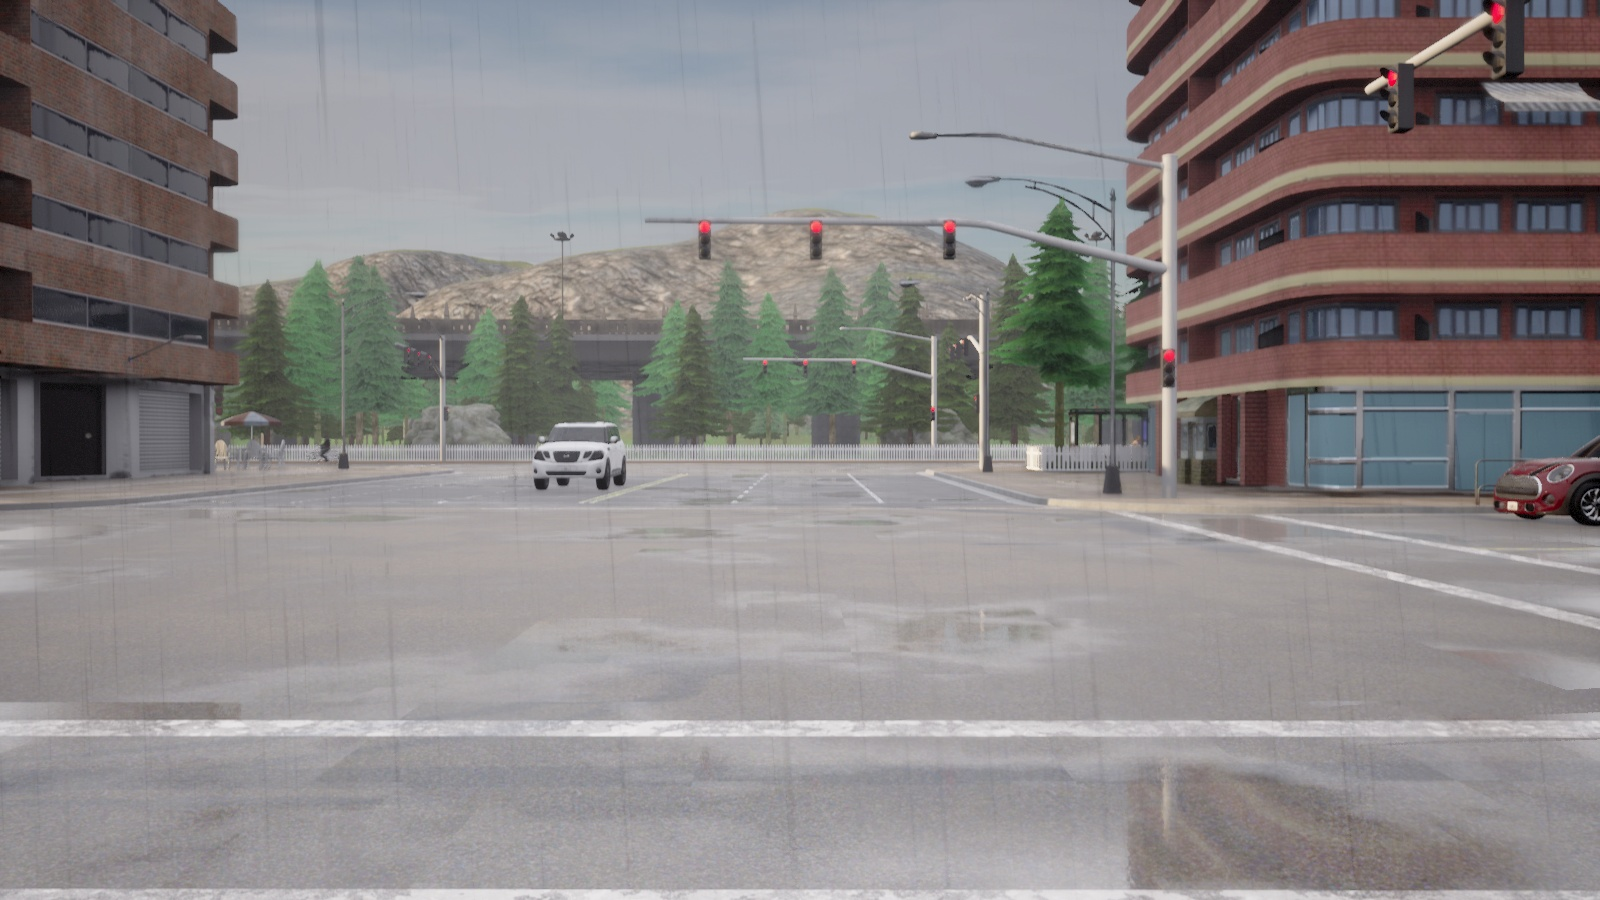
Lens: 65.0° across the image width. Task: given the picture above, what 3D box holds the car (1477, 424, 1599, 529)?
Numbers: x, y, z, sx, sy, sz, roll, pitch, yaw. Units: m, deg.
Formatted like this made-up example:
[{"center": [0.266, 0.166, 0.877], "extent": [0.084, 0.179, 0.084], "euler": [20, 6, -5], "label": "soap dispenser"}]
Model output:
[{"center": [14.813, 0.439, 22.208], "extent": [4.553, 1.767, 2.097], "euler": [0, 0, 0], "label": "car"}]

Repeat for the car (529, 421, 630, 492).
[{"center": [-6.763, 0.146, 39.131], "extent": [2.150, 2.045, 5.566], "euler": [0, 1, 0], "label": "car"}]
